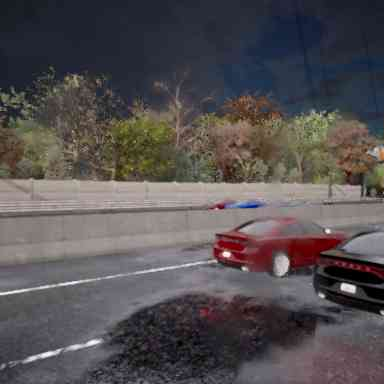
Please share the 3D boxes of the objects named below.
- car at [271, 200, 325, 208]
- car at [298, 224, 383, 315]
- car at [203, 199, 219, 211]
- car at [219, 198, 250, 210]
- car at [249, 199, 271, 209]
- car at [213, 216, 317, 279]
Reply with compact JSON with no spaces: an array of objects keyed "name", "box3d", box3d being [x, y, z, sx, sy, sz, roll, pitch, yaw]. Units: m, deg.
[{"name":"car","box3d":[9.265,1.493,27.797,4.902,1.511,2.128,0,0,-35]},{"name":"car","box3d":[4.665,1.476,7.076,5.008,1.535,1.882,0,0,-35]},{"name":"car","box3d":[3.469,1.479,36.558,5.008,1.535,1.882,0,0,-35]},{"name":"car","box3d":[5.524,1.479,33.726,5.008,1.535,1.882,0,0,-35]},{"name":"car","box3d":[8.127,1.493,31.283,4.902,1.511,2.128,0,0,-35]},{"name":"car","box3d":[2.919,1.476,10.128,5.008,1.535,1.882,0,0,-35]}]
